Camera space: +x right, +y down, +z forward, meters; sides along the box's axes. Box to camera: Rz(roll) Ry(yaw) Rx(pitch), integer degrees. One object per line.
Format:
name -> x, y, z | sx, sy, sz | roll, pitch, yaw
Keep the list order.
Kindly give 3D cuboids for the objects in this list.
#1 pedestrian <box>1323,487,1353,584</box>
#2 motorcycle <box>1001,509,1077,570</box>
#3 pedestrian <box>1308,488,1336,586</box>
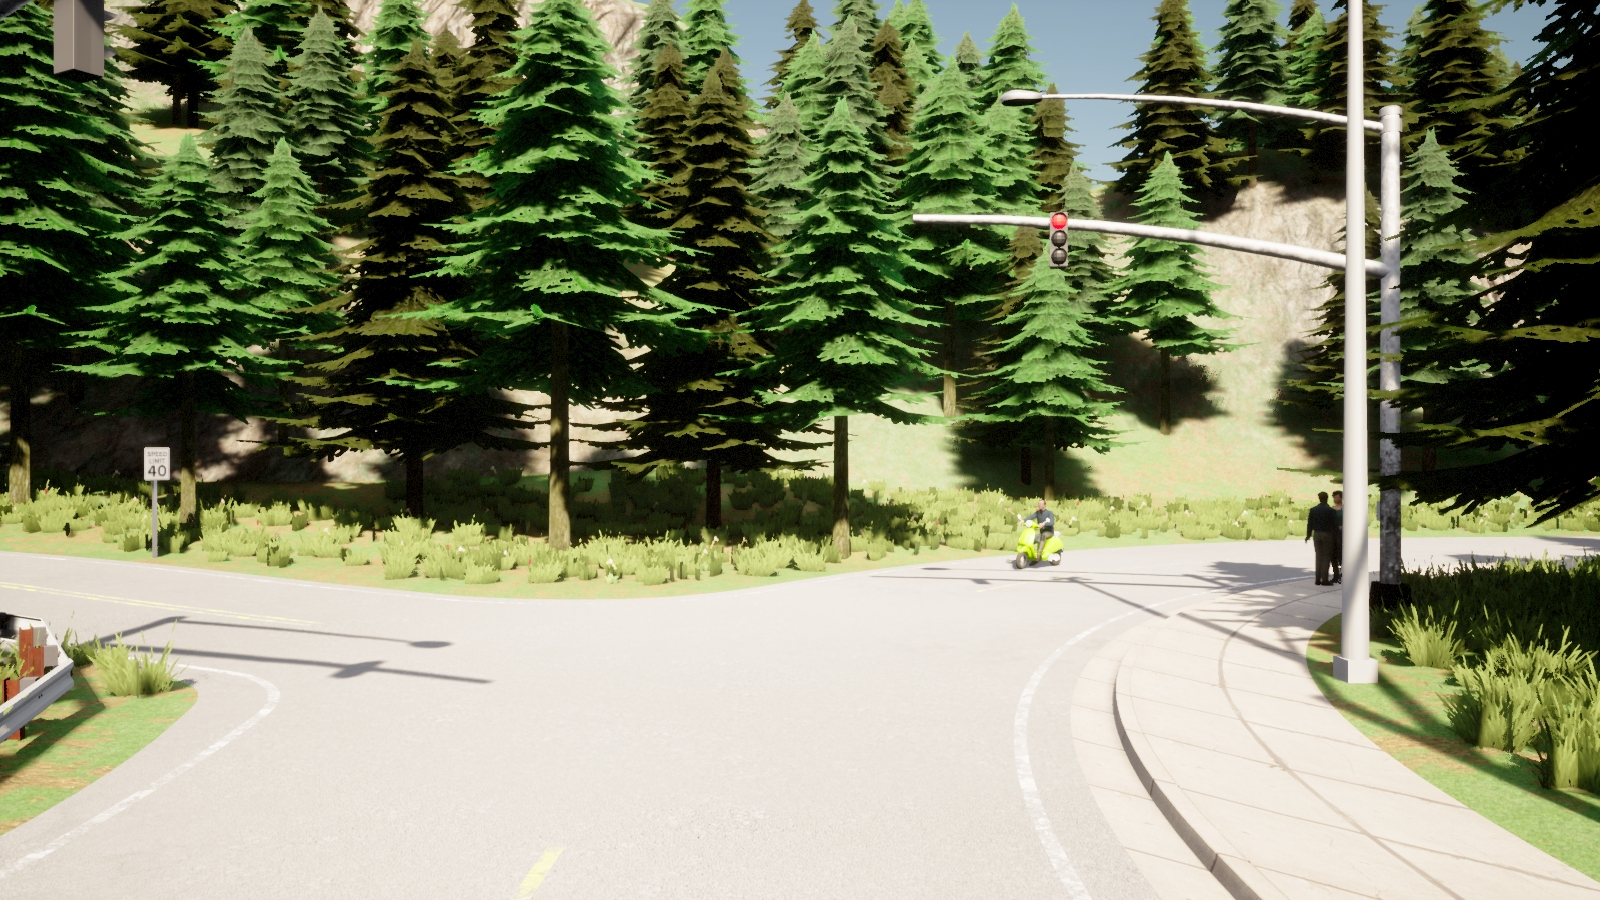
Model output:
pedestrian -> 10.541, 1.668, 22.395 | 0.375, 1.860, 0.375 | 0, 0, -27
motorcycle -> 5.702, 2.113, 27.217 | 1.805, 1.316, 0.856 | 0, 0, -41
pedestrian -> 10.067, 1.668, 22.019 | 0.375, 1.860, 0.375 | 0, 0, -42
